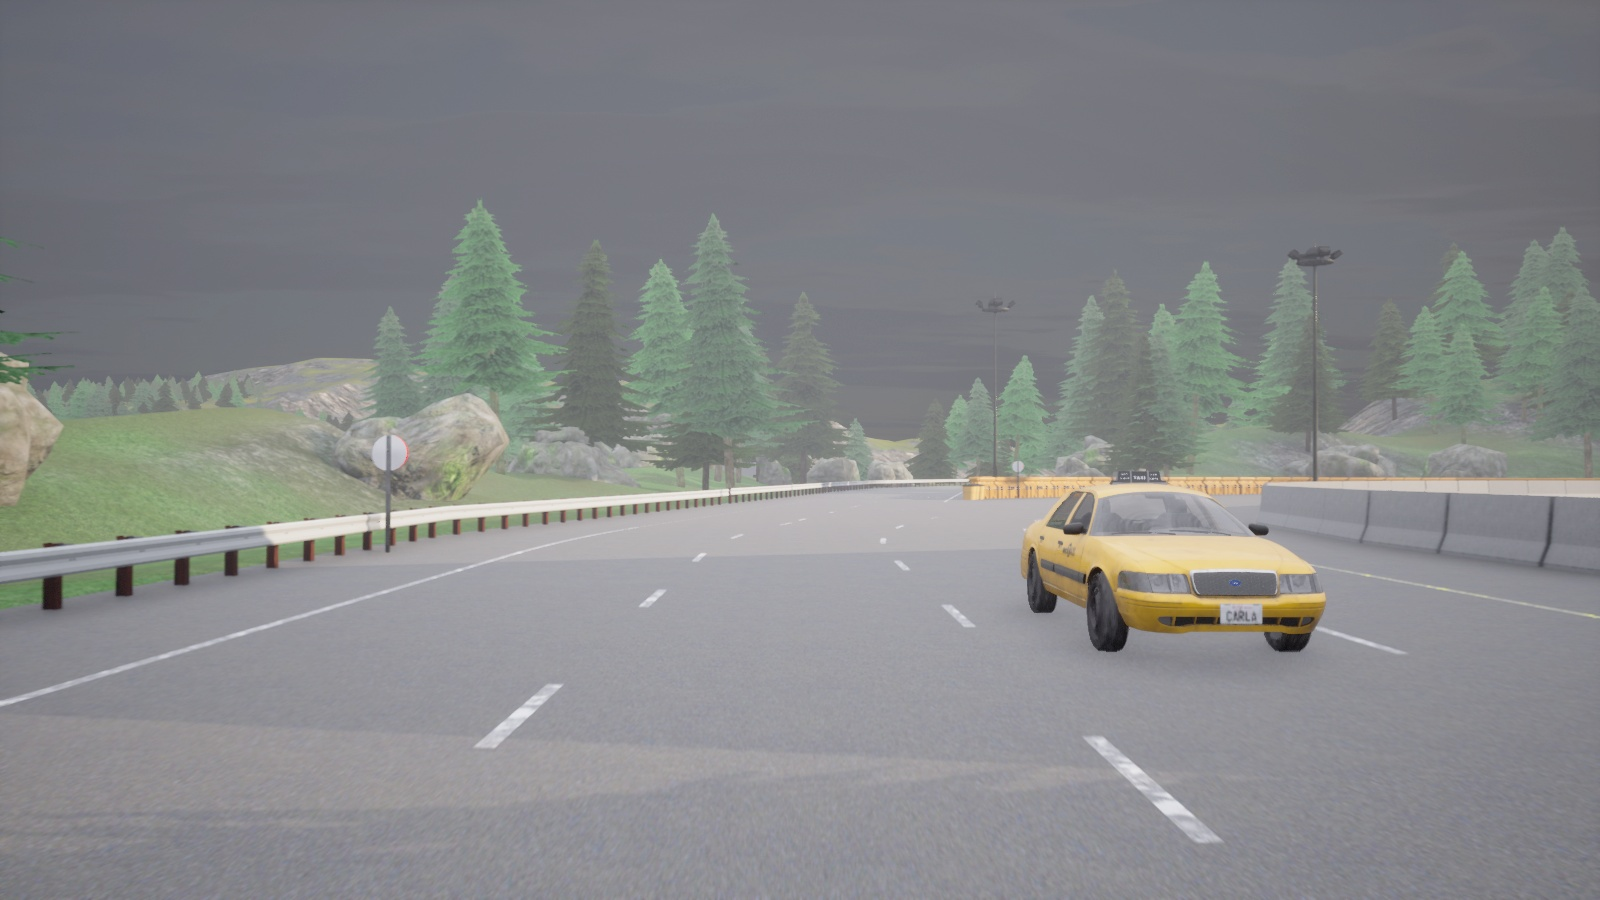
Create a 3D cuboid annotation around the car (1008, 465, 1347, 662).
[{"bbox_3d":[3.471,0.953,12.753,1.801,1.575,5.366,0,-1,0],"label":"car"}]
